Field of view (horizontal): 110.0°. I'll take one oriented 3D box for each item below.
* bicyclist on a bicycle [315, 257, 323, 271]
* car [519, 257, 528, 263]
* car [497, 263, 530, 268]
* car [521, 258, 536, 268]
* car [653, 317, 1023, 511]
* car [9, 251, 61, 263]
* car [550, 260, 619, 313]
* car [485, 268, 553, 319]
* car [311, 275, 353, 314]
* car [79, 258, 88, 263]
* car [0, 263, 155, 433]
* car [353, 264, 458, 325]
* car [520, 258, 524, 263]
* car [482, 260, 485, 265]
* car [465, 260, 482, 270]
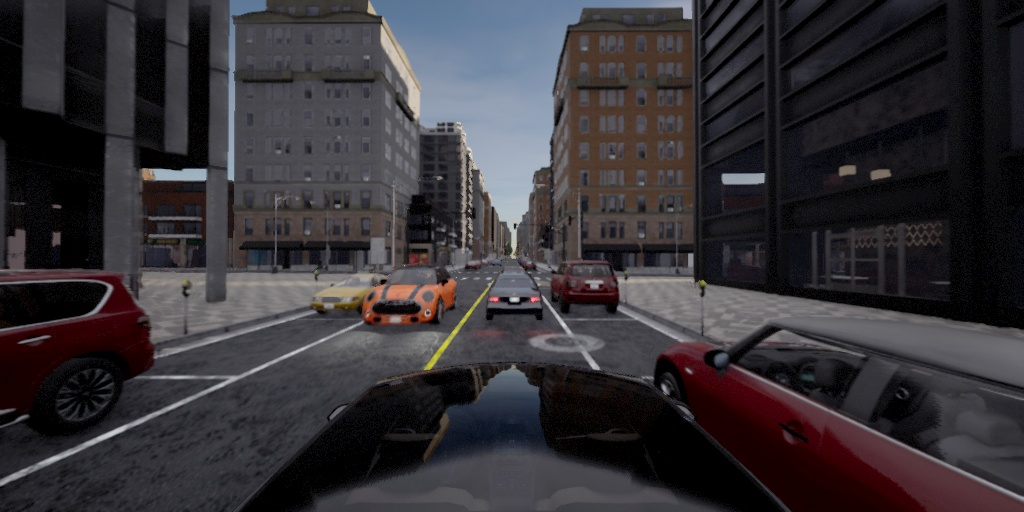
[{"bbox_3d":[-23.020,0.930,42.754,0.582,1.620,1.656,0,0,0],"label":"bicyclist on a bicycle"},{"bbox_3d":[2.657,1.377,63.655,1.802,1.307,4.207,0,0,0],"label":"car"},{"bbox_3d":[0.066,1.367,25.505,1.895,1.301,4.718,0,0,0],"label":"car"},{"bbox_3d":[2.660,1.368,52.308,1.802,1.307,4.207,0,0,0],"label":"car"},{"bbox_3d":[2.669,1.190,2.791,1.967,1.591,4.097,0,0,0],"label":"car"},{"bbox_3d":[-49.606,0.544,36.743,5.566,2.045,2.150,0,-1,1],"label":"car"},{"bbox_3d":[2.667,1.073,14.040,2.192,1.841,5.009,0,0,0],"label":"car"},{"bbox_3d":[0.080,1.305,12.778,2.033,1.411,5.357,0,0,0],"label":"car"},{"bbox_3d":[-5.859,1.284,13.877,1.751,1.417,4.829,0,0,0],"label":"car"},{"bbox_3d":[-45.861,0.739,39.777,4.553,1.767,2.097,0,-1,1],"label":"car"},{"bbox_3d":[-5.857,1.065,2.798,2.192,1.841,5.009,0,0,0],"label":"car"},{"bbox_3d":[-3.097,1.109,11.792,2.097,1.767,4.553,0,0,0],"label":"car"},{"bbox_3d":[2.658,1.372,57.982,1.802,1.307,4.207,0,0,0],"label":"car"},{"bbox_3d":[-5.868,1.335,57.989,1.888,1.381,4.507,0,0,0],"label":"car"},{"bbox_3d":[-5.867,1.331,52.316,1.888,1.381,4.507,0,0,0],"label":"car"}]
